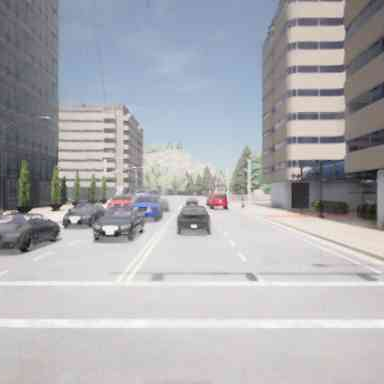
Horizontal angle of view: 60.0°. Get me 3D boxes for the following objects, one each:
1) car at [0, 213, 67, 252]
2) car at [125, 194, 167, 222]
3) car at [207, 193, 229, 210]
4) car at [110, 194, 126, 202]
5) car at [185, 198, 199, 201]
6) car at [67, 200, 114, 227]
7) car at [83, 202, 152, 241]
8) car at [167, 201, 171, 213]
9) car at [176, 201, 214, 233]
[{"bbox_3d":[-7.084,1.573,13.729,1.994,1.385,4.181,0,0,0],"label":"car"},{"bbox_3d":[-3.555,1.238,26.798,2.150,2.045,5.566,0,0,0],"label":"car"},{"bbox_3d":[3.506,1.249,43.639,2.150,2.045,5.566,0,0,0],"label":"car"},{"bbox_3d":[-7.059,1.245,34.462,2.150,2.045,5.566,0,0,1],"label":"car"},{"bbox_3d":[0.023,1.554,46.623,1.812,1.442,4.674,0,0,0],"label":"car"},{"bbox_3d":[-7.077,1.506,22.478,2.128,1.511,4.902,0,0,0],"label":"car"},{"bbox_3d":[-3.573,1.502,16.931,2.128,1.511,4.902,0,0,0],"label":"car"},{"bbox_3d":[-3.538,1.550,38.154,1.812,1.442,4.674,0,0,1],"label":"car"},{"bbox_3d":[0.103,1.517,19.620,1.837,1.490,4.892,0,0,0],"label":"car"}]
